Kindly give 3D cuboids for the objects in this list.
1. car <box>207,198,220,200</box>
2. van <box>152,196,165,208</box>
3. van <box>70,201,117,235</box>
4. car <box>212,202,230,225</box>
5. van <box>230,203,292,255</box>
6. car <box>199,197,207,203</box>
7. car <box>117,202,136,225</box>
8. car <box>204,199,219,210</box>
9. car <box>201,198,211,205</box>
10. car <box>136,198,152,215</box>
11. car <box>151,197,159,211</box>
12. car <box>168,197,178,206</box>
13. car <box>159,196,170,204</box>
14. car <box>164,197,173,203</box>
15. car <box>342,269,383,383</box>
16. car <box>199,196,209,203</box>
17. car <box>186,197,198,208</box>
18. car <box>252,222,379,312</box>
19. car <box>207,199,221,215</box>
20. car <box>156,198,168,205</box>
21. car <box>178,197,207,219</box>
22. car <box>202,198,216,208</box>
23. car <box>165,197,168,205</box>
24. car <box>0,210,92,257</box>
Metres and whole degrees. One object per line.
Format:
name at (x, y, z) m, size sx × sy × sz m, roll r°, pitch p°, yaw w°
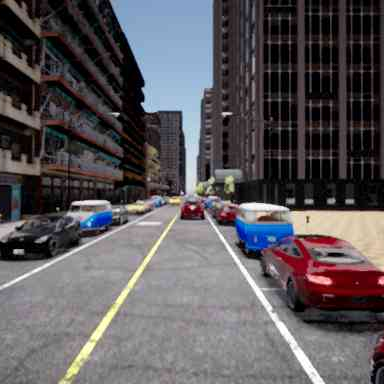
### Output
car at (2.676, 1.667, 35.764) m, size 2.008 × 1.369 × 4.403 m, roll 0°, pitch 0°, yaw 0°
van at (-5.712, 1.536, 52.753) m, size 1.690 × 1.788 × 3.998 m, roll 0°, pitch 0°, yaw 0°
van at (-5.695, 1.388, 18.773) m, size 1.690 × 1.788 × 3.998 m, roll 0°, pitch 0°, yaw 0°
car at (2.681, 1.649, 24.438) m, size 1.802 × 1.307 × 4.206 m, roll 0°, pitch 0°, yaw 0°
van at (2.687, 1.371, 13.113) m, size 1.690 × 1.788 × 3.998 m, roll 0°, pitch 0°, yaw 0°
car at (2.655, 1.882, 81.073) m, size 1.887 × 1.381 × 4.507 m, roll 0°, pitch 0°, yaw 0°
car at (-5.699, 1.618, 24.434) m, size 2.008 × 1.369 × 4.403 m, roll 0°, pitch 0°, yaw 0°
car at (2.671, 1.713, 47.092) m, size 1.887 × 1.381 × 4.507 m, roll 0°, pitch 0°, yaw 0°
car at (2.663, 1.793, 64.084) m, size 1.887 × 1.381 × 4.507 m, roll 0°, pitch 0°, yaw 0°
car at (-5.704, 1.640, 35.590) m, size 1.752 × 1.417 × 4.829 m, roll 0°, pitch 0°, yaw 0°
car at (-5.707, 1.693, 41.424) m, size 2.008 × 1.369 × 4.403 m, roll 0°, pitch 0°, yaw 0°
car at (-3.071, 1.706, 59.942) m, size 1.882 × 1.535 × 5.008 m, roll 0°, pitch 0°, yaw 1°
car at (-5.719, 1.715, 69.743) m, size 1.967 × 1.590 × 4.097 m, roll 0°, pitch 0°, yaw 0°
car at (-5.724, 1.862, 80.899) m, size 1.752 × 1.417 × 4.829 m, roll 0°, pitch 0°, yaw 0°
car at (2.693, 1.586, 1.787) m, size 1.802 × 1.307 × 4.206 m, roll 0°, pitch 0°, yaw 0°
car at (2.658, 1.744, 75.411) m, size 1.967 × 1.590 × 4.097 m, roll 0°, pitch 0°, yaw 0°
car at (-0.019, 1.677, 53.699) m, size 1.882 × 1.535 × 5.008 m, roll 0°, pitch 0°, yaw 0°
car at (2.690, 1.598, 7.449) m, size 1.802 × 1.307 × 4.206 m, roll 0°, pitch 0°, yaw 0°
car at (2.679, 1.641, 30.101) m, size 2.008 × 1.369 × 4.403 m, roll 0°, pitch 0°, yaw 0°
car at (-5.717, 1.813, 64.080) m, size 1.947 × 1.339 × 4.313 m, roll 0°, pitch 0°, yaw 0°
car at (0.054, 1.443, 30.314) m, size 2.097 × 1.767 × 4.553 m, roll 0°, pitch 0°, yaw 0°
car at (2.669, 1.746, 52.756) m, size 2.008 × 1.369 × 4.403 m, roll 0°, pitch 0°, yaw 0°
car at (-5.714, 1.746, 58.247) m, size 1.752 × 1.417 × 4.829 m, roll 0°, pitch 0°, yaw 0°
car at (-5.693, 1.595, 13.108) m, size 1.947 × 1.339 × 4.313 m, roll 0°, pitch 0°, yaw 0°
